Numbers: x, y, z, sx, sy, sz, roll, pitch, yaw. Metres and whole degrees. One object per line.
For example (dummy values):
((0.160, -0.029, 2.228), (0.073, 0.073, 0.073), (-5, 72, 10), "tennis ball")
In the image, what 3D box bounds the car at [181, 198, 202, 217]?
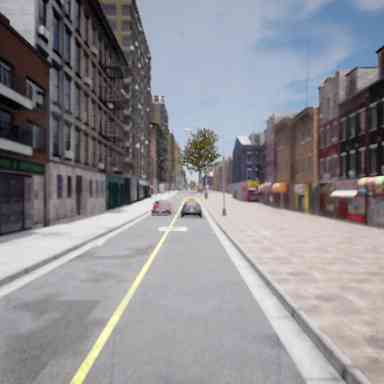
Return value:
((-0.028, 1.585, 31.419), (1.994, 1.385, 4.181), (0, 1, 1), "car")

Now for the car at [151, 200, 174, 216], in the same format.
((-2.954, 1.531, 33.207), (1.812, 1.442, 4.674), (0, 1, 0), "car")
